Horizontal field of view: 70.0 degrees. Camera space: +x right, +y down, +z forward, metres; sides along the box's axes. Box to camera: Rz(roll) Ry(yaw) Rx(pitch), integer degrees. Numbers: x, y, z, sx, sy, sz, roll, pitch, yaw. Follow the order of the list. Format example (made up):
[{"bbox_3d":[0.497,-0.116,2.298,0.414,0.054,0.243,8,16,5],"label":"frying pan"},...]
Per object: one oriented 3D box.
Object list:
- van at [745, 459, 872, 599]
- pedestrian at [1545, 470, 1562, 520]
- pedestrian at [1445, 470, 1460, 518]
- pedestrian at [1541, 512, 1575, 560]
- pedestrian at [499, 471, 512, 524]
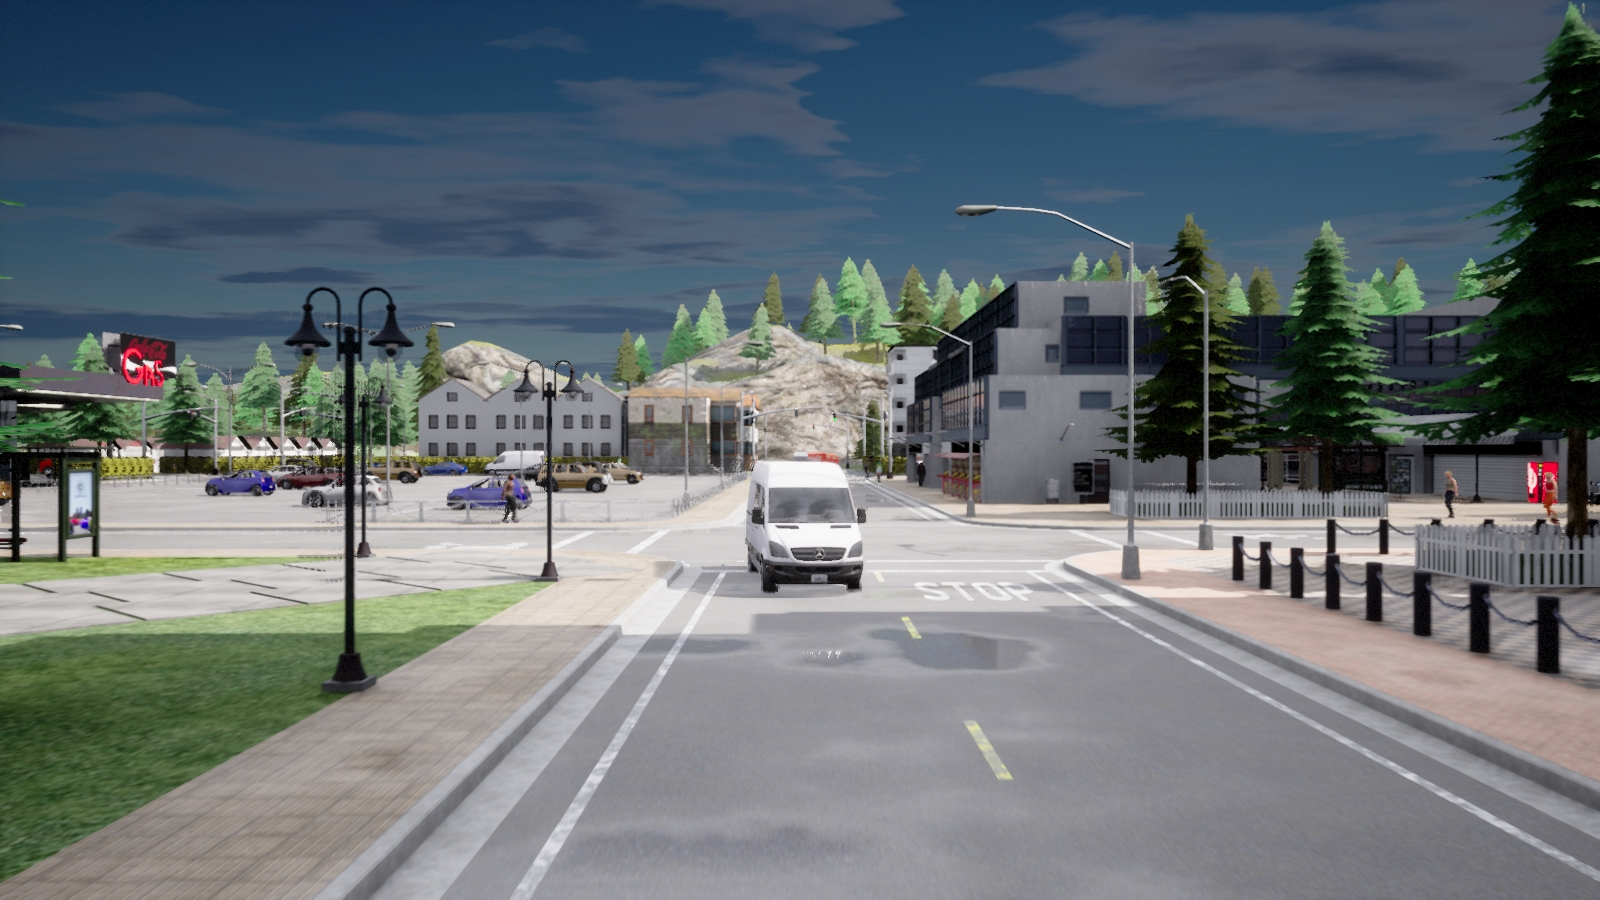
[{"bbox_3d":[0.024,1.514,24.429,1.988,2.561,5.915,0,0,-7],"label":"van"},{"bbox_3d":[28.185,1.690,42.740,0.375,1.860,0.375,0,0,-2],"label":"pedestrian"},{"bbox_3d":[25.054,1.684,43.852,0.375,1.860,0.375,0,0,1],"label":"pedestrian"},{"bbox_3d":[18.278,2.070,27.567,0.500,1.100,0.500,0,0,3],"label":"pedestrian"},{"bbox_3d":[-10.555,1.692,40.937,0.375,1.860,0.375,0,0,0],"label":"pedestrian"}]
